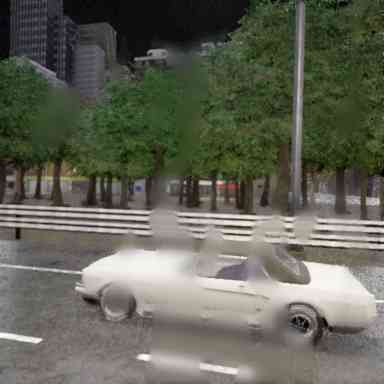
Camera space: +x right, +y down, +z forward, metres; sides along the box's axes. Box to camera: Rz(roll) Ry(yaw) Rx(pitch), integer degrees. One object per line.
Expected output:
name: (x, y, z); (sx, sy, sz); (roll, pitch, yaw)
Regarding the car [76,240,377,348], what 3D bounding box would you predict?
car: (0.444, 1.545, 5.925); (4.718, 1.301, 1.895); (2, 1, 14)
